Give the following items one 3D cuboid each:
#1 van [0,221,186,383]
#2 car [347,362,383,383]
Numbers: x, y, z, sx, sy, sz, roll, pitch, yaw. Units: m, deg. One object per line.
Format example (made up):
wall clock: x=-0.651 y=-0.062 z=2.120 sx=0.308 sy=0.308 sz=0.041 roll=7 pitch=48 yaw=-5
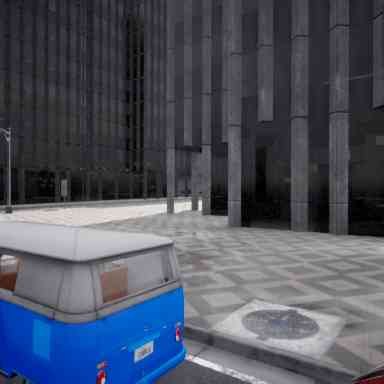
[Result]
van: x=-1.979 y=1.341 z=4.372 sx=3.998 sy=1.788 sz=1.690 roll=0 pitch=0 yaw=35
car: x=2.521 y=1.440 z=1.168 sx=4.097 sy=1.590 sz=1.967 roll=0 pitch=0 yaw=35
